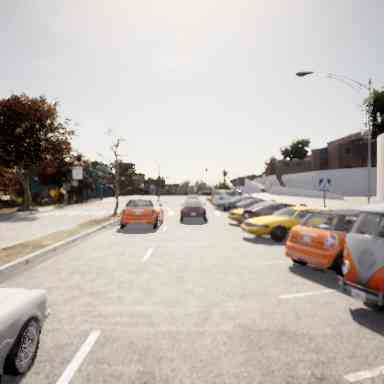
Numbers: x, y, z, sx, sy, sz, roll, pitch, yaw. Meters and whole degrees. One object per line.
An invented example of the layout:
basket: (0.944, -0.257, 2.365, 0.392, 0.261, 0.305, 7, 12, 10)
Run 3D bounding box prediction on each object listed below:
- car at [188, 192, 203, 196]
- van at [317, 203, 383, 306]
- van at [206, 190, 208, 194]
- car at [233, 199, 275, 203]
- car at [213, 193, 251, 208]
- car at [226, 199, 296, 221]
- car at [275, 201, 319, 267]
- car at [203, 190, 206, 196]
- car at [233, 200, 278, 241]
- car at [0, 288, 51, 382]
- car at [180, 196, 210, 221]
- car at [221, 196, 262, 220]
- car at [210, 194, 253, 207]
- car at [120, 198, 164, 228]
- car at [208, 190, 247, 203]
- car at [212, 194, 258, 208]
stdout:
car: (0.086, 1.090, 40.991, 1.812, 1.442, 4.674, 0, 0, 0)
van: (4.963, 1.211, 6.493, 4.442, 1.987, 1.878, 1, 1, -20)
van: (4.948, 0.759, 51.239, 4.442, 1.987, 1.878, 1, 1, -20)
car: (5.090, 1.321, 18.494, 4.792, 1.488, 2.163, 1, 1, -20)
car: (5.069, 1.122, 33.386, 4.892, 1.521, 2.231, 1, 1, -20)
car: (5.058, 1.255, 24.446, 4.674, 1.452, 2.002, 1, 0, -20)
car: (5.039, 1.279, 9.521, 4.553, 1.767, 2.185, 1, 0, -20)
car: (4.881, 0.962, 54.199, 5.366, 1.575, 1.946, 1, 1, -20)
car: (4.891, 1.326, 15.432, 5.366, 1.575, 1.946, 1, 1, -20)
car: (-2.901, 1.581, 2.536, 1.895, 1.301, 4.718, 0, 0, 0)
car: (0.095, 1.251, 24.133, 1.812, 1.442, 4.674, 0, 1, 0)
car: (4.890, 1.246, 21.397, 5.366, 1.575, 1.946, 1, 1, -20)
car: (5.050, 1.047, 42.337, 4.892, 1.521, 2.231, 1, 0, -20)
car: (-2.906, 1.127, 20.137, 2.097, 1.767, 4.553, 0, 1, 0)
car: (5.088, 0.841, 36.385, 5.566, 2.045, 2.435, 1, 0, -20)
car: (5.064, 1.068, 39.352, 5.008, 1.535, 2.097, 1, 1, -20)
